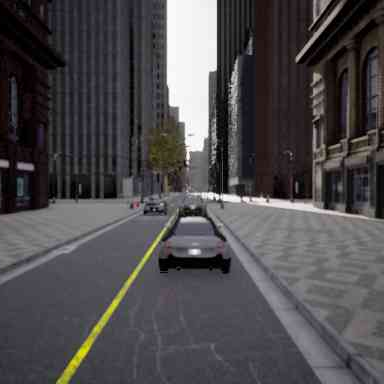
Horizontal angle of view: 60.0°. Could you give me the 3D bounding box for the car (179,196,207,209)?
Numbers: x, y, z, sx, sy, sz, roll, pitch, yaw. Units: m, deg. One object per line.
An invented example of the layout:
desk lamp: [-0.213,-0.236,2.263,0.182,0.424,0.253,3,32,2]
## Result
car: [0.064,1.092,25.869,2.097,1.767,4.553,0,1,0]

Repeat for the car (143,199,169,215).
car: [-3.107,1.271,29.321,1.994,1.385,4.181,0,0,0]

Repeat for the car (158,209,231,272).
car: [0.074,1.458,10.408,1.994,1.385,4.181,0,1,0]
